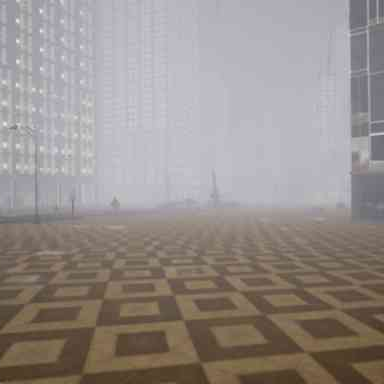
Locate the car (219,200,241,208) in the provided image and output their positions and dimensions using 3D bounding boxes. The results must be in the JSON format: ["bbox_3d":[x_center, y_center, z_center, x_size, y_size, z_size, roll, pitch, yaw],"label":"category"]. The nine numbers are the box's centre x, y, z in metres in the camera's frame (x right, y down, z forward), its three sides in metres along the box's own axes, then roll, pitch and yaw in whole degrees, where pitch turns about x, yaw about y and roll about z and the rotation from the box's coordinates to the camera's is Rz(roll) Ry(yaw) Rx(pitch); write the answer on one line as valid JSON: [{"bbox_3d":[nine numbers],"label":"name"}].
[{"bbox_3d":[7.440,2.217,61.412,1.895,1.301,4.718,-1,-1,31],"label":"car"}]

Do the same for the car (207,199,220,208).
[{"bbox_3d":[4.644,2.139,63.072,1.882,1.535,5.008,-1,-1,31],"label":"car"}]

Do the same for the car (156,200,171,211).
[{"bbox_3d":[-3.293,2.168,50.549,1.895,1.301,4.718,-1,-1,34],"label":"car"}]

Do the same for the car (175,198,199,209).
[{"bbox_3d":[-0.856,2.023,60.351,2.097,1.767,4.553,-1,-1,32],"label":"car"}]

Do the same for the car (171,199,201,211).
[{"bbox_3d":[-0.585,2.123,48.755,1.895,1.301,4.718,-1,-1,34],"label":"car"}]

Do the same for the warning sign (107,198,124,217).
[{"bbox_3d":[-7.653,1.490,33.276,1.300,1.860,1.060,-1,0,34],"label":"warning sign"}]

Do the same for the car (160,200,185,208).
[{"bbox_3d":[-3.563,2.265,62.140,2.033,1.411,5.357,-1,-1,32],"label":"car"}]
